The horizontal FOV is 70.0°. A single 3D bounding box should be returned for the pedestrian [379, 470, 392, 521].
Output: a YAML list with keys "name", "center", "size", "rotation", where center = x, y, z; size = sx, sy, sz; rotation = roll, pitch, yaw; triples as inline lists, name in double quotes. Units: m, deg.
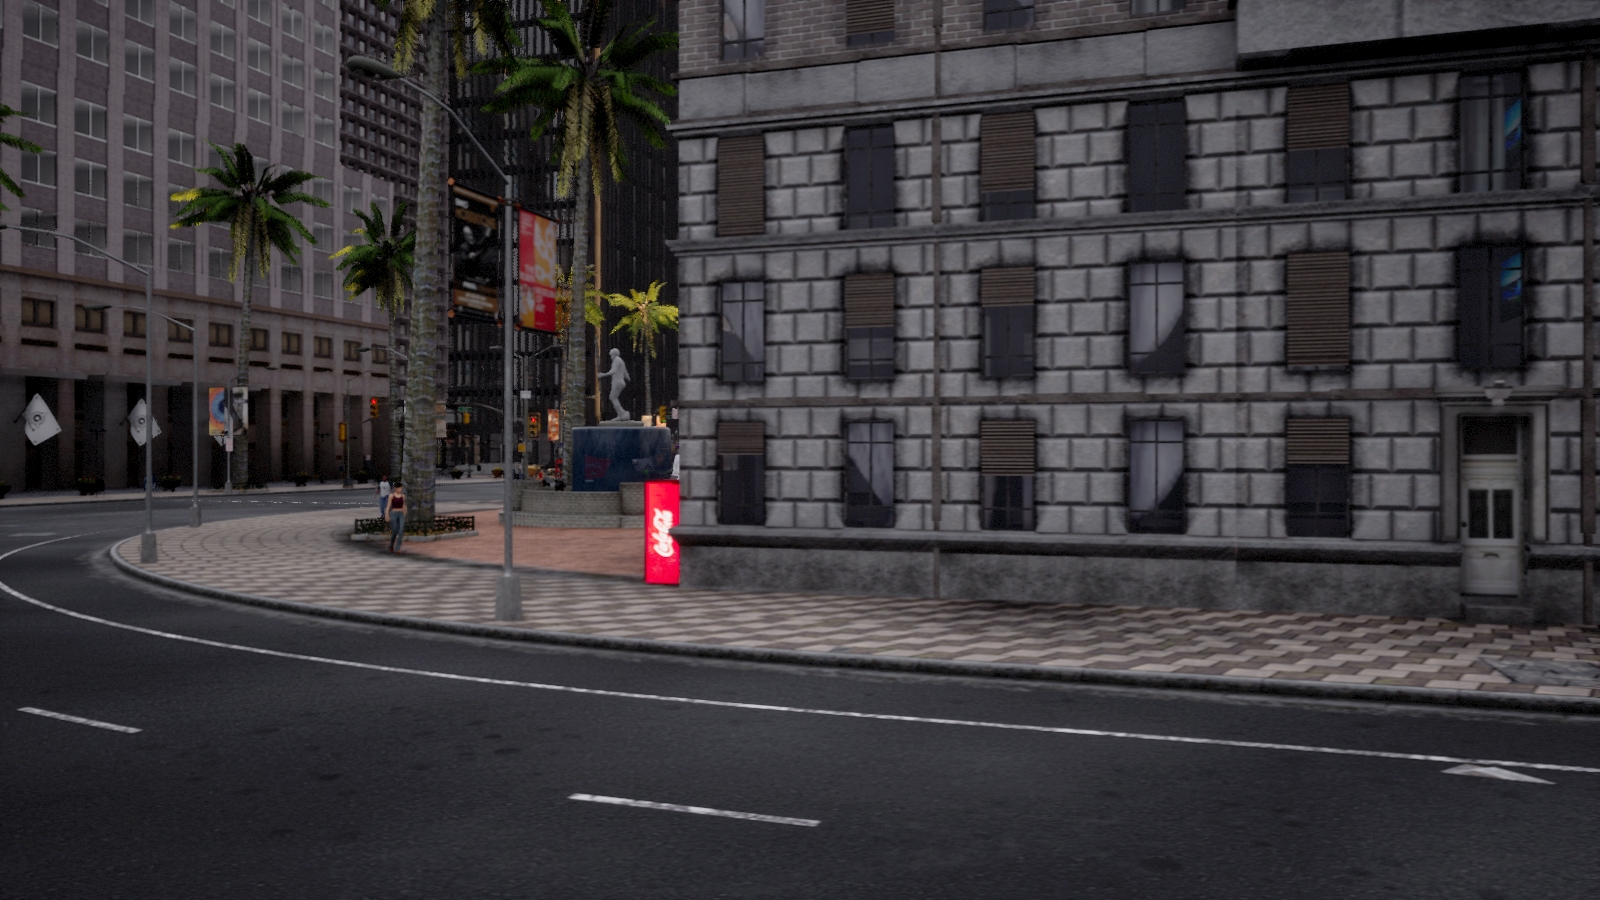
- name: "pedestrian"
  center: [-15.431, 1.696, 42.529]
  size: [0.375, 1.860, 0.375]
  rotation: [0, 0, -4]

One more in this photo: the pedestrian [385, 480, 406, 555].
- name: "pedestrian"
  center: [-10.238, 1.696, 28.940]
  size: [0.375, 1.860, 0.375]
  rotation: [0, 0, -43]

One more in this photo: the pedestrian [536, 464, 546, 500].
- name: "pedestrian"
  center: [-13.668, 1.696, 60.329]
  size: [0.375, 1.860, 0.375]
  rotation: [0, 0, -44]

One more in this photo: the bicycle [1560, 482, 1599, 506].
- name: "bicycle"
  center: [39.765, 2.242, 58.093]
  size: [0.329, 1.171, 1.835]
  rotation: [8, -5, -33]
